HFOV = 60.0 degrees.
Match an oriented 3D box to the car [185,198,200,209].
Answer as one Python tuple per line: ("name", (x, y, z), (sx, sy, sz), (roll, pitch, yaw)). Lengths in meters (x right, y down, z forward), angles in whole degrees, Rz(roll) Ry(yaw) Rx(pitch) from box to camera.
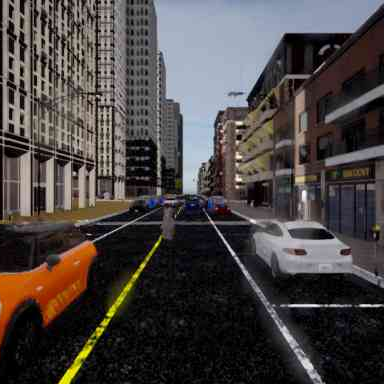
("car", (0.048, 1.576, 45.973), (1.994, 1.385, 4.181), (0, 0, 1))

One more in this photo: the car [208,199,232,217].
("car", (2.685, 1.587, 30.825), (1.802, 1.307, 4.206), (0, 0, 0))

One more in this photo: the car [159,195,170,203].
("car", (-5.701, 1.469, 70.364), (1.967, 1.590, 4.097), (0, 0, 0))

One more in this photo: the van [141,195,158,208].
("van", (-5.697, 1.351, 42.121), (1.690, 1.788, 3.998), (0, 0, 0))

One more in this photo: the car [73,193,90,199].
("car", (-26.720, 1.141, 81.129), (4.206, 1.307, 1.802), (1, -1, 0))

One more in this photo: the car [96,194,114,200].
("car", (-21.143, 1.107, 81.145), (4.097, 1.590, 1.967), (1, -1, 0))

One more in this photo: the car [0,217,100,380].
("car", (-3.101, 1.352, 5.538), (2.097, 1.767, 4.553), (0, 0, 0))

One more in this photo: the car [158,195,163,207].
("car", (-5.698, 1.563, 47.770), (2.008, 1.369, 4.403), (0, 0, 0))

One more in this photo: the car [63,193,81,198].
("car", (-32.375, 1.027, 89.495), (4.206, 1.307, 1.802), (1, -1, 0))

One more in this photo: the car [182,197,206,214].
("car", (0.073, 1.359, 35.195), (2.097, 1.767, 4.553), (0, 0, 0))

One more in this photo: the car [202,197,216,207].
("car", (2.682, 1.567, 53.419), (2.008, 1.369, 4.403), (0, 0, 0))

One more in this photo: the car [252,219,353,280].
("car", (2.998, 1.527, 9.795), (1.812, 1.442, 4.674), (0, 0, 0))

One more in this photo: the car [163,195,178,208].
("car", (-3.107, 1.539, 48.820), (1.812, 1.442, 4.674), (0, 0, 0))

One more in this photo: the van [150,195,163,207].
("van", (-5.698, 1.357, 53.419), (1.690, 1.788, 3.998), (0, 0, 0))

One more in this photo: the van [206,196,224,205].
("van", (2.684, 1.348, 36.474), (1.690, 1.788, 3.998), (0, 0, 0))

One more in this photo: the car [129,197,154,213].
("car", (-5.696, 1.573, 36.473), (1.947, 1.339, 4.313), (0, 0, 0))

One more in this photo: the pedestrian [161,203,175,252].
("pedestrian", (-0.869, 1.294, 12.496), (0.375, 1.860, 0.375), (0, 0, -2))
